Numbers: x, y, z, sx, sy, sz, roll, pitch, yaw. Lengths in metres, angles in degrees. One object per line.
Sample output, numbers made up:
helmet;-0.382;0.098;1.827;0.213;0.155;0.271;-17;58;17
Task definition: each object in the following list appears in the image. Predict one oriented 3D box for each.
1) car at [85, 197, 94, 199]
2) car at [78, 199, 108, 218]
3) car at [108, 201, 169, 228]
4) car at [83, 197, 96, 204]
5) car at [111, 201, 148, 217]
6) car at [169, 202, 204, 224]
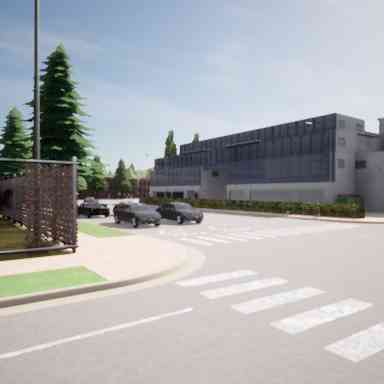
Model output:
car;-11.865;1.625;40.546;1.895;1.301;4.718;0;0;-34
car;-9.141;1.623;30.499;1.895;1.301;4.718;0;0;-35
car;-3.826;1.527;22.916;1.837;1.490;4.892;0;0;-35
car;-19.813;1.629;64.504;1.895;1.301;4.718;0;0;-12
car;-6.143;1.588;32.330;1.994;1.385;4.181;0;0;-35
car;-1.035;1.529;25.028;1.837;1.490;4.892;0;0;-35
